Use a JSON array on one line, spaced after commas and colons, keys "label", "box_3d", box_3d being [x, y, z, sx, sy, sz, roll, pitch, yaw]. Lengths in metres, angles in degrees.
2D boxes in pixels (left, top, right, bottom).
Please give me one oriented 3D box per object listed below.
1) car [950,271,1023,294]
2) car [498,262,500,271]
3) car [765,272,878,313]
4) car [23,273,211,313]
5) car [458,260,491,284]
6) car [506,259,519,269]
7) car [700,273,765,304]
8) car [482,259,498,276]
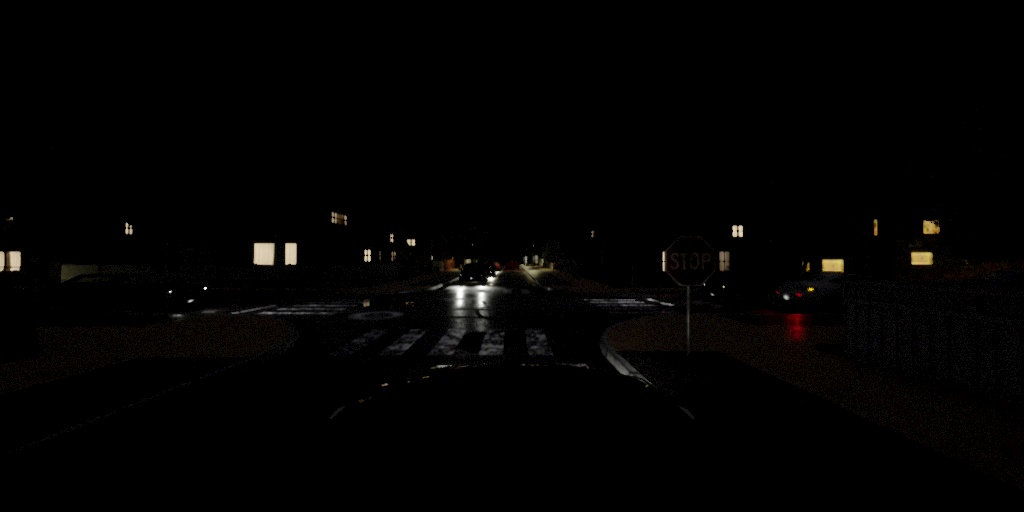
[{"label": "car", "box_3d": [22.915, 1.417, 16.706, 4.674, 1.442, 1.812, 0, -1, -2]}, {"label": "car", "box_3d": [-2.836, 1.196, 50.859, 2.097, 1.767, 4.553, 0, 0, 0]}, {"label": "car", "box_3d": [12.656, 1.330, 13.569, 4.674, 1.442, 1.812, 0, -1, -1]}, {"label": "car", "box_3d": [-13.630, 1.274, 12.657, 4.718, 1.301, 1.895, 0, -1, -3]}, {"label": "car", "box_3d": [-2.827, 1.274, 26.915, 1.837, 1.490, 4.892, 0, 0, -1]}, {"label": "car", "box_3d": [0.045, 1.232, 57.992, 2.097, 1.767, 4.553, 0, 0, 1]}, {"label": "car", "box_3d": [11.266, 1.432, 16.330, 4.718, 1.301, 1.895, 0, -1, -3]}, {"label": "car", "box_3d": [-2.851, 1.144, 36.977, 2.097, 1.767, 4.553, 0, 0, 0]}]
